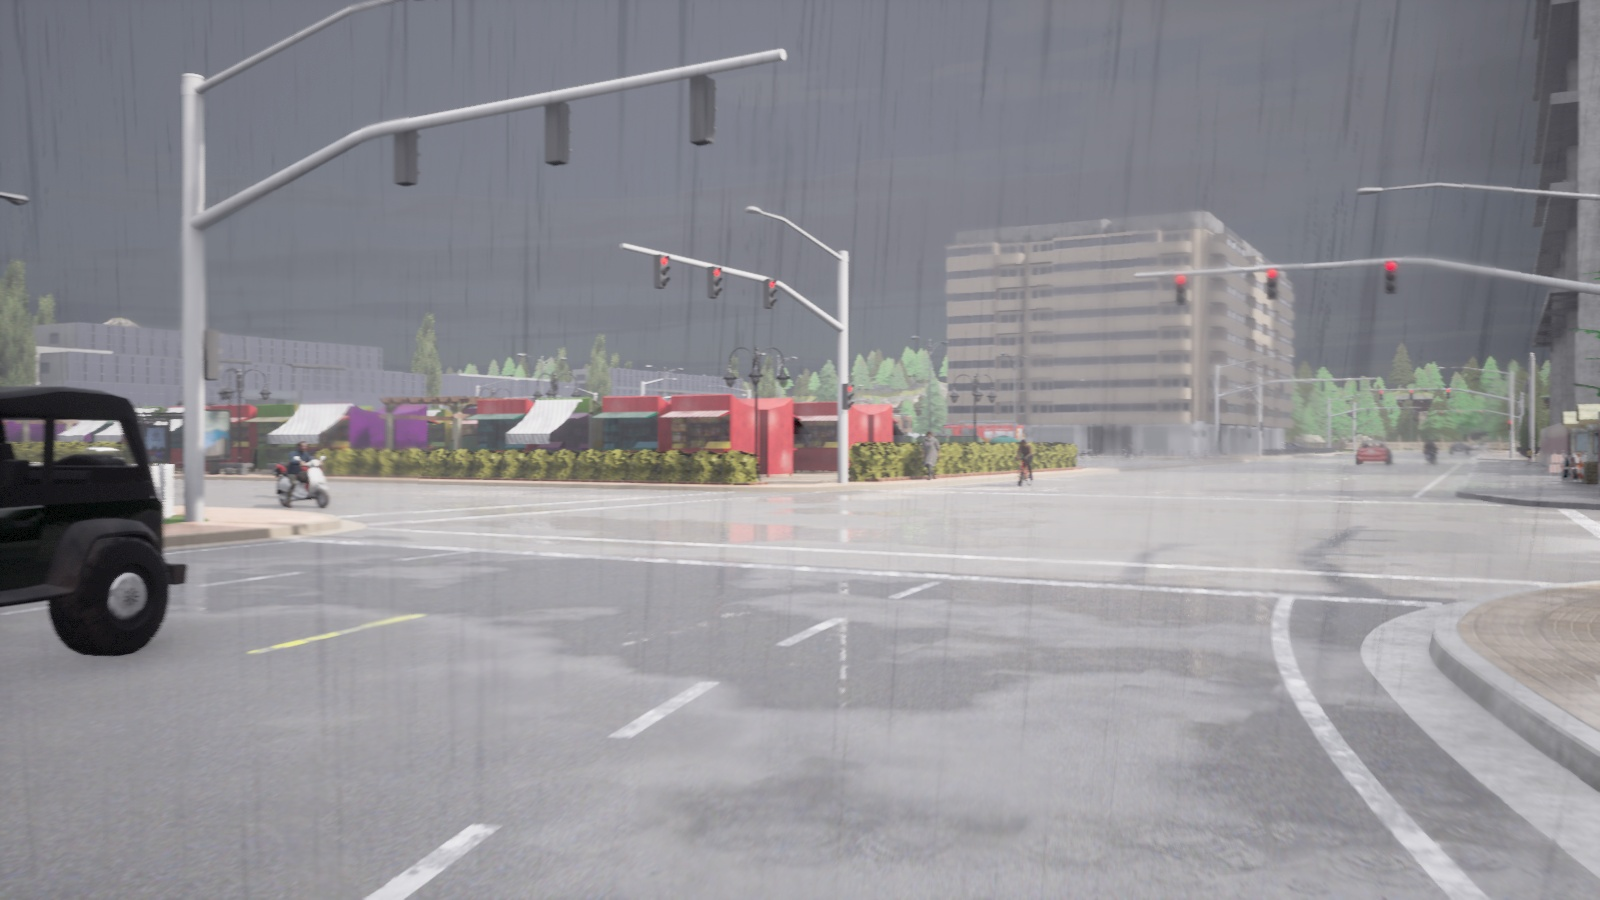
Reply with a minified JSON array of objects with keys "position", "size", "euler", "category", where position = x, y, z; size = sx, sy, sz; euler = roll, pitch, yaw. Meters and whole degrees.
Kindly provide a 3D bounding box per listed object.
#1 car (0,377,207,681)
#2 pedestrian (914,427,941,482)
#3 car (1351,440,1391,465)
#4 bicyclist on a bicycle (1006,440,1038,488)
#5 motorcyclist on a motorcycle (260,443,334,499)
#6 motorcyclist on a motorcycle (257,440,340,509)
[{"position":[-5.885,0.486,7.848],"size":[1.905,1.878,3.866],"euler":[0,0,15],"category":"car"},{"position":[4.561,0.155,44.973],"size":[0.659,1.952,0.873],"euler":[0,0,32],"category":"pedestrian"},{"position":[39.672,0.180,87.166],"size":[2.242,1.667,4.611],"euler":[0,0,28],"category":"car"},{"position":[7.632,0.471,43.165],"size":[0.582,1.620,1.656],"euler":[0,1,29],"category":"bicyclist on a bicycle"},{"position":[-13.974,0.557,34.891],"size":[2.044,1.523,0.797],"euler":[0,0,29],"category":"motorcyclist on a motorcycle"},{"position":[-11.879,0.562,29.720],"size":[1.817,1.590,0.866],"euler":[0,0,29],"category":"motorcyclist on a motorcycle"}]
